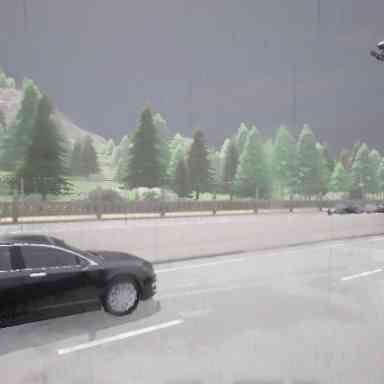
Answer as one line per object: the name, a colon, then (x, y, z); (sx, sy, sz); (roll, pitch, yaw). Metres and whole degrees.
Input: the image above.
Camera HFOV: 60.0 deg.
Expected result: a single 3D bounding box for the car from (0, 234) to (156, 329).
car: (-2.971, 1.516, 5.924); (4.892, 1.490, 1.837); (0, 0, -36)
